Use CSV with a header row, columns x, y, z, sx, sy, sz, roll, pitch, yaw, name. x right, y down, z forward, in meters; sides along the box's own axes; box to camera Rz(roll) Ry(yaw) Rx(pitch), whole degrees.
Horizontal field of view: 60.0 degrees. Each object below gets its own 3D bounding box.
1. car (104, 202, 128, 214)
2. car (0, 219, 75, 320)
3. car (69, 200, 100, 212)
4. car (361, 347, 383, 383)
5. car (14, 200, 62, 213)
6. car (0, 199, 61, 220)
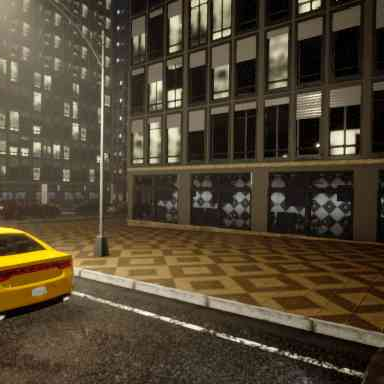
x,y,z,sx,sy,sz,roll,pitch,yaw,name
-7.603,1.830,38.823,1.752,1.417,4.829,1,0,36,car
-4.528,1.474,6.881,5.008,1.535,1.882,0,0,35,car
-12.617,1.754,41.764,2.033,1.411,5.357,1,0,37,car
3.491,1.548,1.208,5.357,1.411,2.033,0,0,35,car
-17.898,1.643,38.956,1.752,1.417,4.829,1,0,36,car
-14.374,1.519,29.591,2.192,1.841,5.009,1,0,36,car
